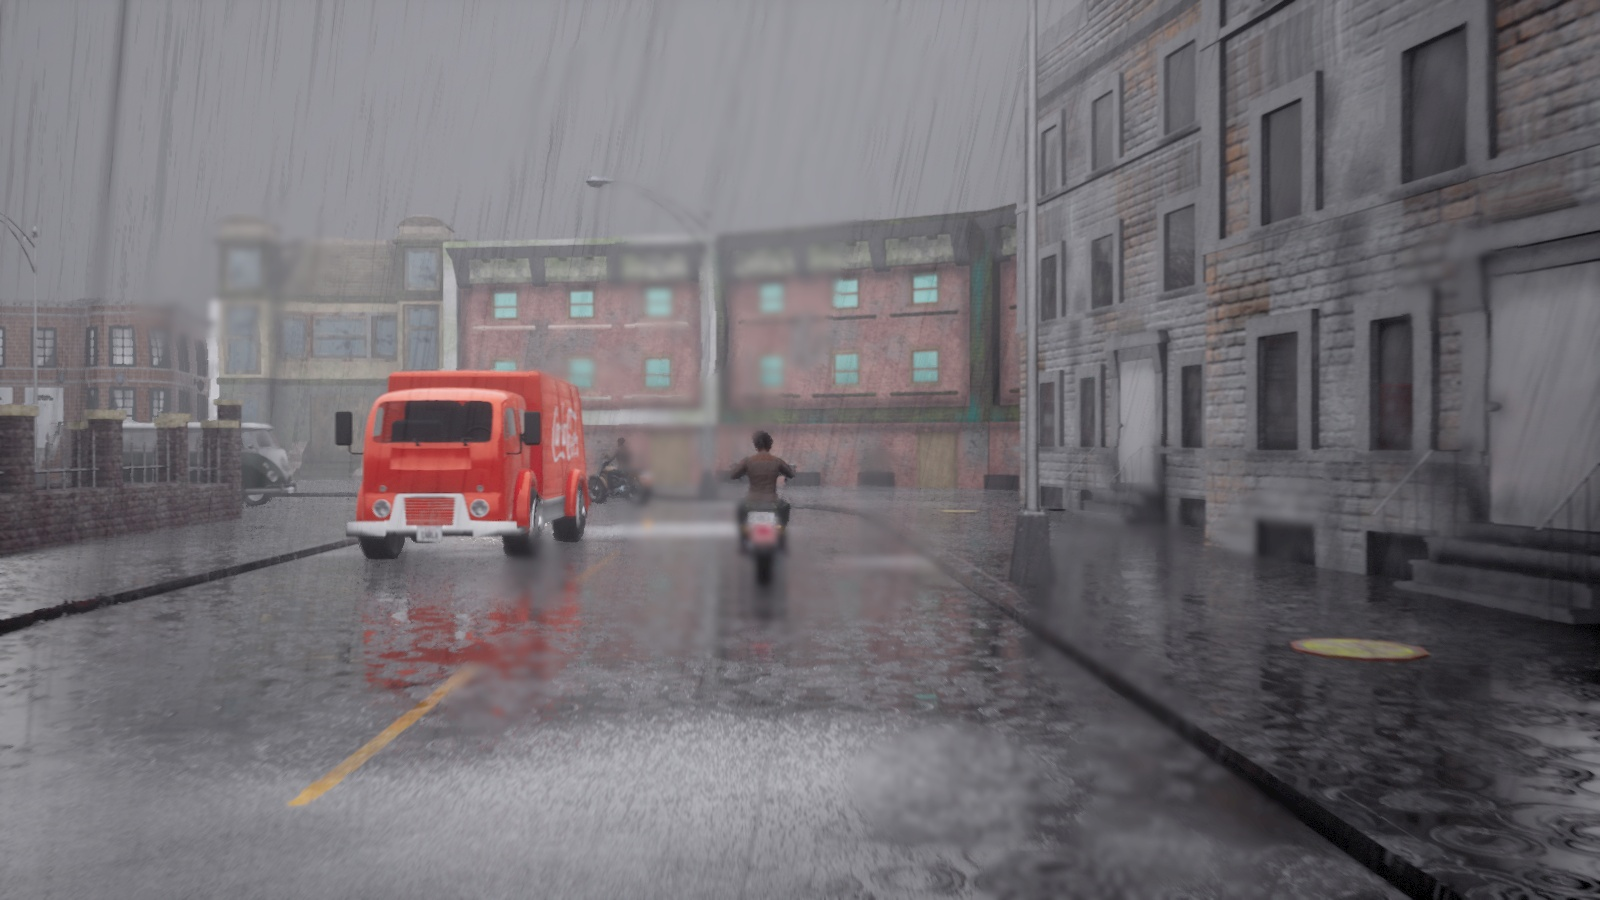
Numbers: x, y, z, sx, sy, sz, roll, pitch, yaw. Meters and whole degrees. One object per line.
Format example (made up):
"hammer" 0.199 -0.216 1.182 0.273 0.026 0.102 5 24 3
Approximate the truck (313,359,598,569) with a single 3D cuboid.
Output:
"truck" -4.471 0.153 17.388 2.627 2.467 5.204 0 0 -1

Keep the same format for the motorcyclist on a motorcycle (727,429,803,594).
"motorcyclist on a motorcycle" -0.392 0.614 13.798 0.766 1.649 2.350 0 0 -2

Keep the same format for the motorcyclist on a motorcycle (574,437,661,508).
"motorcyclist on a motorcycle" -4.407 0.515 30.199 2.350 1.649 0.766 0 1 44

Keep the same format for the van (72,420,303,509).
"van" -13.972 0.319 28.828 4.442 1.987 1.775 0 0 -2
